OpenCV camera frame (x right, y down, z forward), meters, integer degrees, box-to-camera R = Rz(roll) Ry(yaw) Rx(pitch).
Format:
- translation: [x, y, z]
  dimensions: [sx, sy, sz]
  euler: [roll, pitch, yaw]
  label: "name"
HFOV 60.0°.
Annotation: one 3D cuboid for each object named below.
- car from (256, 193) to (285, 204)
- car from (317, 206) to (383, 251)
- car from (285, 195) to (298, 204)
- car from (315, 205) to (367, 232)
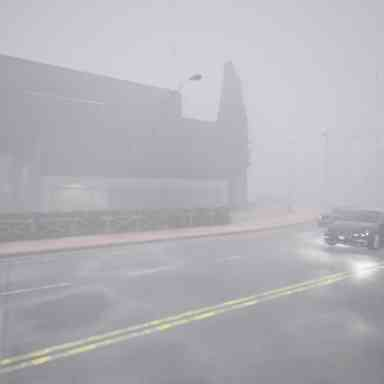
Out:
- translation: [14.589, 1.165, 63.528]
  dimensions: [2.150, 2.045, 5.566]
  euler: [0, 0, -27]
  label: "car"
- translation: [7.486, 1.489, 14.213]
  dimensions: [4.892, 1.490, 1.837]
  euler: [0, 1, -41]
  label: "car"
- translation: [18.397, 1.453, 64.702]
  dimensions: [1.837, 1.490, 4.892]
  euler: [1, -1, -30]
  label: "car"
- translation: [9.596, 1.578, 21.187]
  dimensions: [1.895, 1.301, 4.718]
  euler: [0, 0, 39]
  label: "car"
